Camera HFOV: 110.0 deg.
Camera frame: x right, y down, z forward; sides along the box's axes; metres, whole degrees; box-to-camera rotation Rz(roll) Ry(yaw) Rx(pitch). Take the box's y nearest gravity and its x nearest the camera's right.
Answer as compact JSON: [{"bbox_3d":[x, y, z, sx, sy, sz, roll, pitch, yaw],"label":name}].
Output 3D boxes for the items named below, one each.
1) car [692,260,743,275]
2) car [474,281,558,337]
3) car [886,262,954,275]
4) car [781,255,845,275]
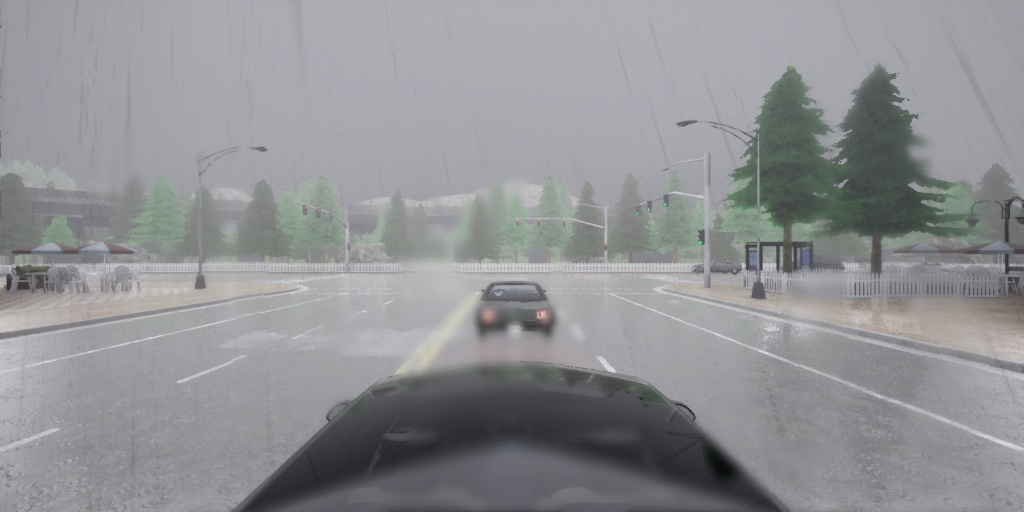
[{"bbox_3d":[21.489,1.186,37.649,4.902,1.511,2.128,0,0,0],"label":"car"},{"bbox_3d":[0.074,1.351,10.216,1.895,1.301,4.718,0,0,0],"label":"car"},{"bbox_3d":[41.808,1.295,36.746,4.718,1.301,1.895,0,0,10],"label":"car"},{"bbox_3d":[31.523,0.916,37.585,5.566,2.045,2.150,0,0,1],"label":"car"}]
